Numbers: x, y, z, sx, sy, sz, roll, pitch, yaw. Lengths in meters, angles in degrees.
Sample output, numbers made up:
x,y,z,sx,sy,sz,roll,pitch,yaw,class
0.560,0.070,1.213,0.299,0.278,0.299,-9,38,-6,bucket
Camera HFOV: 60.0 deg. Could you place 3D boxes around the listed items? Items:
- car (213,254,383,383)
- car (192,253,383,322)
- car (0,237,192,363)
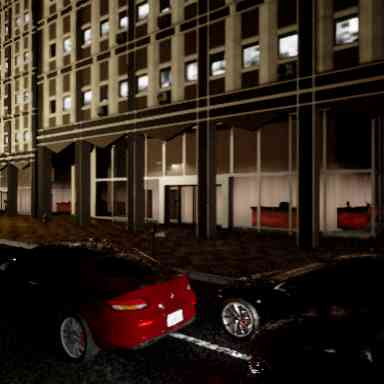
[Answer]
x,y,z,sx,sy,sz,roll,pitch,yaw,class
2.687,1.517,2.284,4.892,1.490,1.837,0,0,37,car
2.364,1.587,4.866,4.313,1.339,1.947,0,0,36,car
-2.103,1.549,5.868,4.674,1.442,1.812,0,0,36,car
